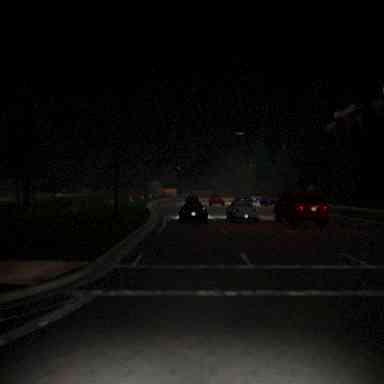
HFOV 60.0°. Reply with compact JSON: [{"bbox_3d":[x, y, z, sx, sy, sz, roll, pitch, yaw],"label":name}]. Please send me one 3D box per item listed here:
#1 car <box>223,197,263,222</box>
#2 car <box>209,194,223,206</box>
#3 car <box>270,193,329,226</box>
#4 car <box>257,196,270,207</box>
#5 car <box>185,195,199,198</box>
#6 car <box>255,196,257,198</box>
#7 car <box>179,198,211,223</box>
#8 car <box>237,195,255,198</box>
[{"bbox_3d":[3.587,1.364,24.267,1.812,1.442,4.674,0,0,0],"label":"car"},{"bbox_3d":[3.534,1.029,48.378,2.097,1.767,4.553,0,0,1],"label":"car"},{"bbox_3d":[7.100,1.074,22.063,2.150,2.045,5.566,0,0,0],"label":"car"},{"bbox_3d":[10.500,1.302,45.001,1.895,1.301,4.718,0,0,0],"label":"car"},{"bbox_3d":[0.035,1.156,48.370,1.882,1.535,5.008,0,1,1],"label":"car"},{"bbox_3d":[10.500,1.236,55.002,1.895,1.301,4.718,0,0,0],"label":"car"},{"bbox_3d":[0.100,1.405,23.802,1.994,1.385,4.181,0,0,0],"label":"car"},{"bbox_3d":[7.016,1.184,46.473,2.128,1.511,4.902,0,1,0],"label":"car"}]
